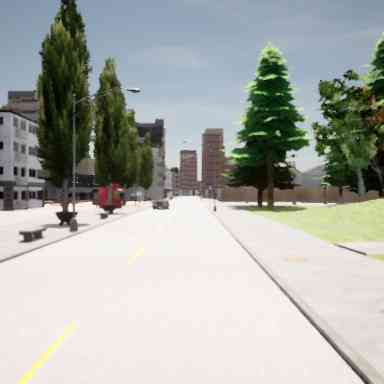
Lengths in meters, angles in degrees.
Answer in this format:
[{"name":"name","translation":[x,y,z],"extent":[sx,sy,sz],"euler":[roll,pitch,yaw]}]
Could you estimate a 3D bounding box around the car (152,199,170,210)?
[{"name":"car","translation":[-3.895,1.574,42.778],"extent":[1.994,1.385,4.181],"euler":[0,0,0]}]
